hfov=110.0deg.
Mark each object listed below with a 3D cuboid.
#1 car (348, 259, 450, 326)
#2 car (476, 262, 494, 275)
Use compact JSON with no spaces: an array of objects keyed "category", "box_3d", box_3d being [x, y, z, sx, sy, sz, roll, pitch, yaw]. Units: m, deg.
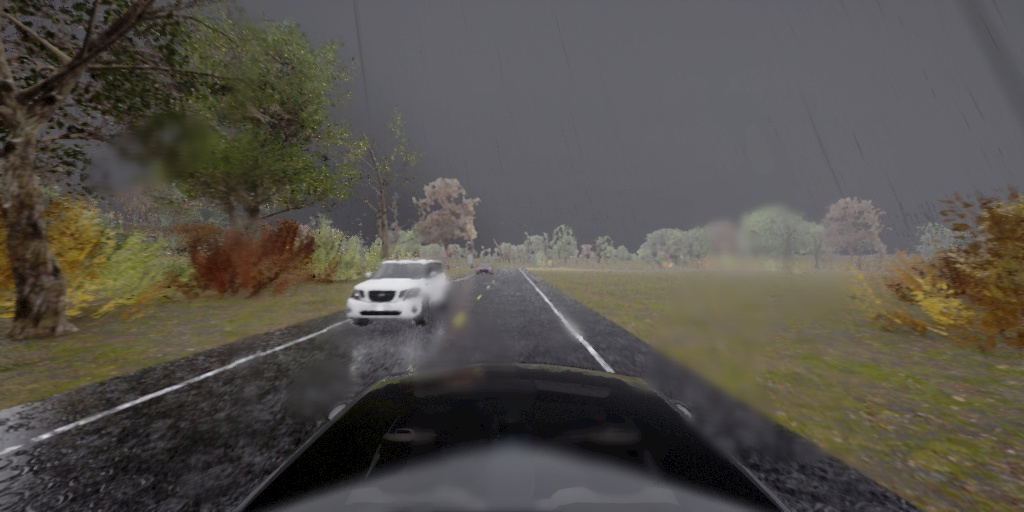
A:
[{"category":"car","box_3d":[-3.603,1.105,12.554,2.150,2.045,5.566,0,-1,0]},{"category":"car","box_3d":[-3.592,1.658,47.975,2.097,1.767,4.553,0,-1,0]}]
